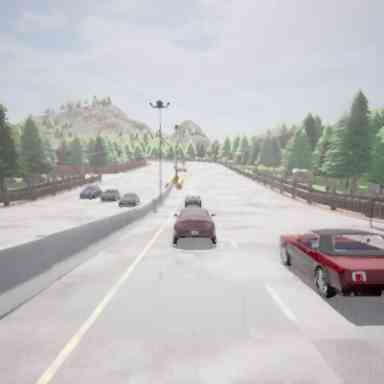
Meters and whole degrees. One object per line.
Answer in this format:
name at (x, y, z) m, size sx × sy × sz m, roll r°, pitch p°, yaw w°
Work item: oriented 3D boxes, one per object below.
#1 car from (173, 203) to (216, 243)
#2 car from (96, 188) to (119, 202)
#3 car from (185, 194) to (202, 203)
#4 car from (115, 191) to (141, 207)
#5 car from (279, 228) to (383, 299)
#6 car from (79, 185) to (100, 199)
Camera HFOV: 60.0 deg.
car at (0.112, 1.428, 15.401) m, size 1.812 × 1.442 × 4.674 m, roll 0°, pitch 0°, yaw 0°
car at (-10.533, 0.369, 43.283) m, size 1.837 × 1.490 × 4.892 m, roll 0°, pitch 5°, yaw 0°
car at (0.127, 0.899, 37.649) m, size 1.895 × 1.301 × 4.718 m, roll 0°, pitch 4°, yaw 0°
car at (-7.046, 0.813, 37.779) m, size 1.812 × 1.442 × 4.674 m, roll 0°, pitch 4°, yaw 0°
car at (3.607, 1.548, 8.273) m, size 1.895 × 1.301 × 4.718 m, roll 0°, pitch 0°, yaw 0°
car at (-14.031, -0.064, 46.261) m, size 2.097 × 1.767 × 4.553 m, roll 0°, pitch 6°, yaw 0°
